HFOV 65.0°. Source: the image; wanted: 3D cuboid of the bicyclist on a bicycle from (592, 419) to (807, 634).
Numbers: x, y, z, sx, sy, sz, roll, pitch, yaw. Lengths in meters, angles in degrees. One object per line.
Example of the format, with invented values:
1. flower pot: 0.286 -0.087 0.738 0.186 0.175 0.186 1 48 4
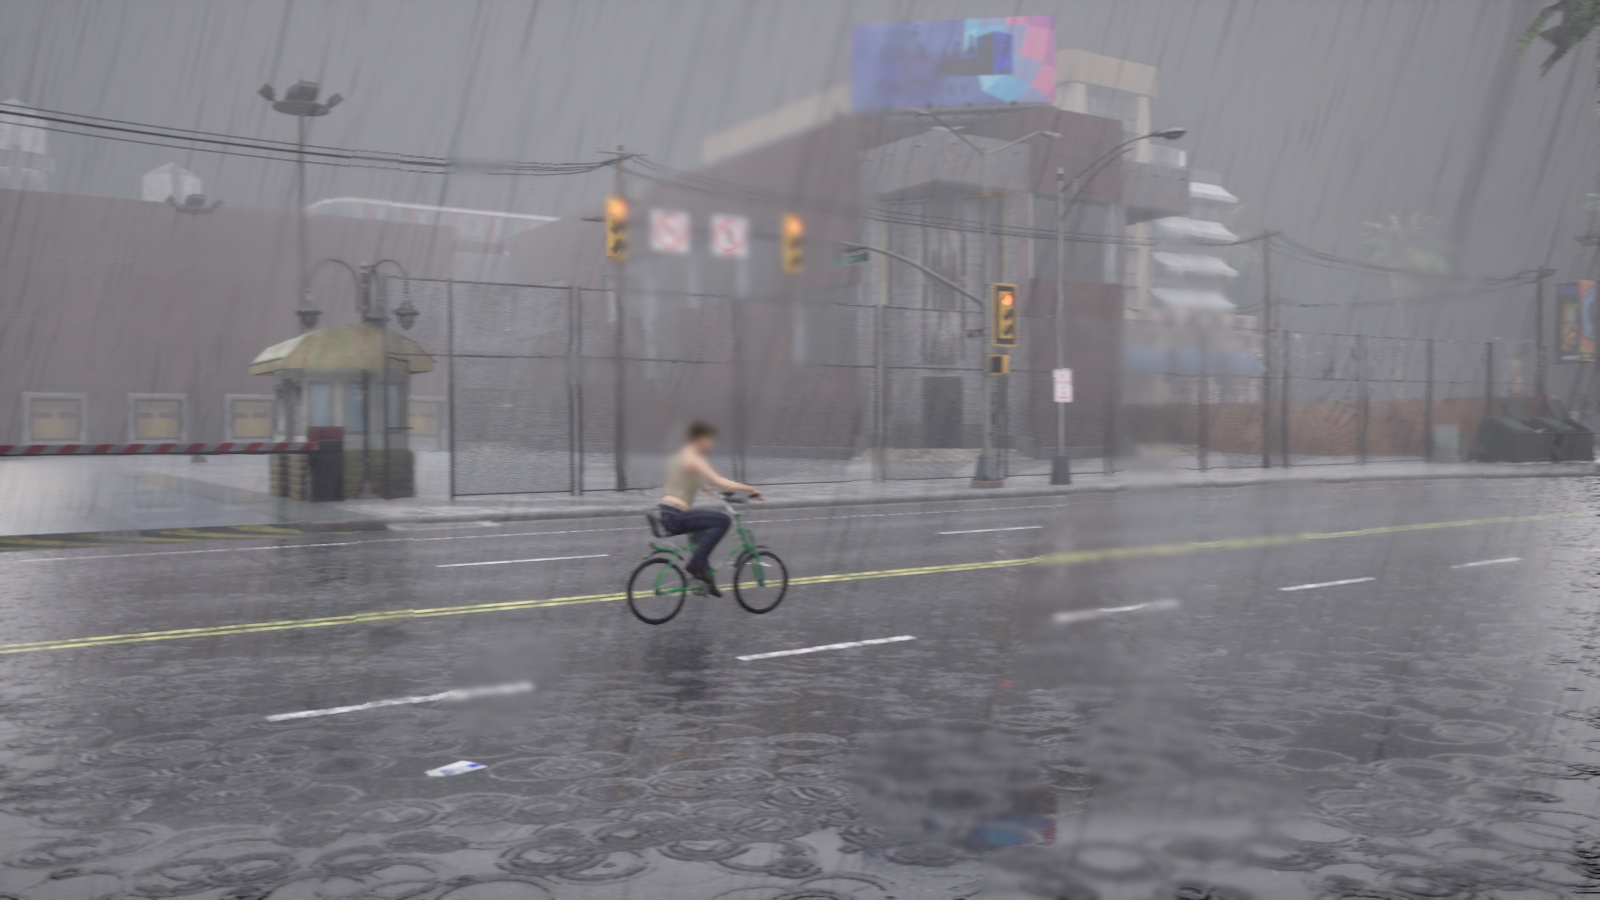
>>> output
1. bicyclist on a bicycle: -0.809 0.563 10.210 1.509 1.612 0.866 -1 1 -34
